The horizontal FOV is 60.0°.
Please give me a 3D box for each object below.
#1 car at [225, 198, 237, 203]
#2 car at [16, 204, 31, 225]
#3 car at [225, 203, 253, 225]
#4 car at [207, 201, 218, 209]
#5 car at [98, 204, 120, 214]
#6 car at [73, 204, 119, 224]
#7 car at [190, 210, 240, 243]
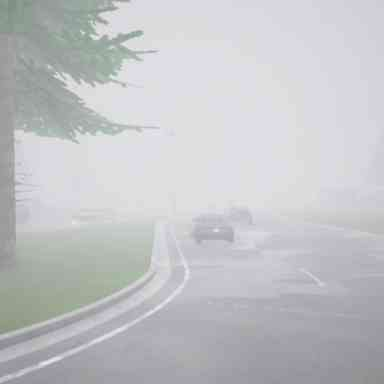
[{"bbox_3d":[7.651,2.188,65.698,2.150,2.045,5.566,-1,-1,7],"label":"car"},{"bbox_3d":[-17.393,2.055,30.129,2.150,2.045,5.566,-1,-1,22],"label":"car"},{"bbox_3d":[3.812,1.906,27.672,1.837,1.490,4.892,-1,-1,-2],"label":"car"},{"bbox_3d":[3.892,2.494,63.860,2.128,1.511,4.902,-1,-1,7],"label":"car"},{"bbox_3d":[-12.914,2.645,52.143,1.812,1.442,4.674,-1,-1,7],"label":"car"},{"bbox_3d":[-9.180,2.204,32.770,1.882,1.535,5.008,-1,-1,15],"label":"car"},{"bbox_3d":[0.980,1.854,17.906,1.994,1.385,4.181,-1,-1,-5],"label":"car"}]
